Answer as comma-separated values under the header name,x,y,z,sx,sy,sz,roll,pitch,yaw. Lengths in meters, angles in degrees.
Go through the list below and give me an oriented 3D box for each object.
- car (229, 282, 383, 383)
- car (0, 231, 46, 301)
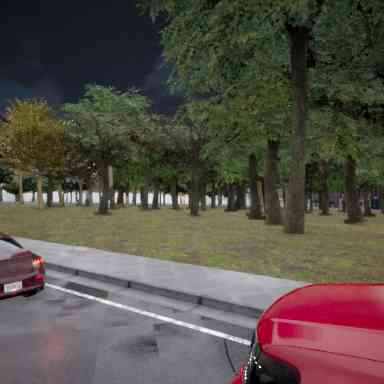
name,x,y,z,sx,sy,sz,roll,pitch,yaw
car,2.906,1.222,1.613,5.566,2.045,2.150,0,0,35
car,-5.051,1.524,7.273,4.674,1.442,1.812,0,0,36
